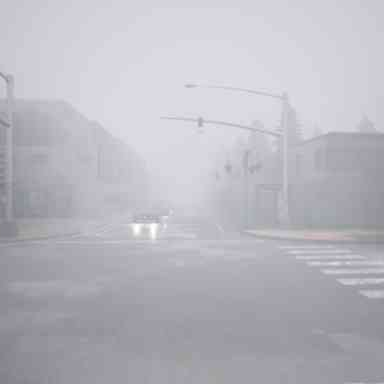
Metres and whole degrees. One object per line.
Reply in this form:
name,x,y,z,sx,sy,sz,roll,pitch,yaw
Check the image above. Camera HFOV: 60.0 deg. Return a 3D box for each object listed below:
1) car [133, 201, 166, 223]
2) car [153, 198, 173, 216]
car,-3.526,1.716,27.054,1.994,1.385,4.181,0,0,0
car,-3.503,1.553,35.565,2.097,1.767,4.553,0,-1,0
